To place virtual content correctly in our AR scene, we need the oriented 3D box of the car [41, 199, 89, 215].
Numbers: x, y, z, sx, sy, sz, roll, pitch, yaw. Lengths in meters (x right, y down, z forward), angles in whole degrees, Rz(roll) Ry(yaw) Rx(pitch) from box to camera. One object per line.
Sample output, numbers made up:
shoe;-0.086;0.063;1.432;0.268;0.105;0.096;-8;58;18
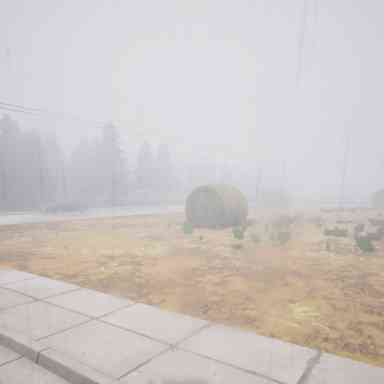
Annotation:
car;-13.114;1.517;34.599;2.128;1.511;4.902;0;0;37
